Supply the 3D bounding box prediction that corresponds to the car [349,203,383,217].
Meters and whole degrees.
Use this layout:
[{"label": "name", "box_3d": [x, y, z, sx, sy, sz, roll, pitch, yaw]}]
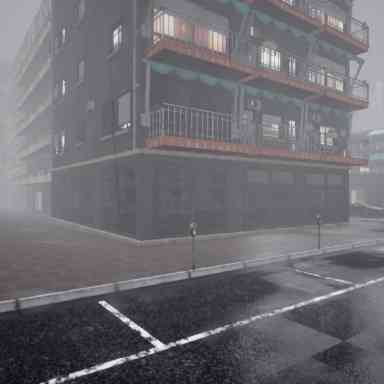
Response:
[{"label": "car", "box_3d": [16.841, 1.766, 33.136, 1.994, 1.385, 4.181, 0, -1, -35]}]
